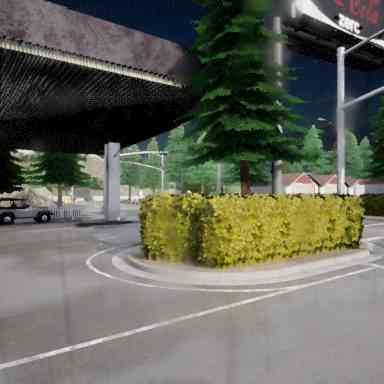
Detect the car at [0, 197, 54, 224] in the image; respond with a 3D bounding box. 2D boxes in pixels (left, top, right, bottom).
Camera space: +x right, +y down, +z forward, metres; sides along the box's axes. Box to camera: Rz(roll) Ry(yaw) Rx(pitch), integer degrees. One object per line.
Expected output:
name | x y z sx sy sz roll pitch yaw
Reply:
car | -11.986 1.313 23.469 3.866 1.878 1.905 0 0 -36
